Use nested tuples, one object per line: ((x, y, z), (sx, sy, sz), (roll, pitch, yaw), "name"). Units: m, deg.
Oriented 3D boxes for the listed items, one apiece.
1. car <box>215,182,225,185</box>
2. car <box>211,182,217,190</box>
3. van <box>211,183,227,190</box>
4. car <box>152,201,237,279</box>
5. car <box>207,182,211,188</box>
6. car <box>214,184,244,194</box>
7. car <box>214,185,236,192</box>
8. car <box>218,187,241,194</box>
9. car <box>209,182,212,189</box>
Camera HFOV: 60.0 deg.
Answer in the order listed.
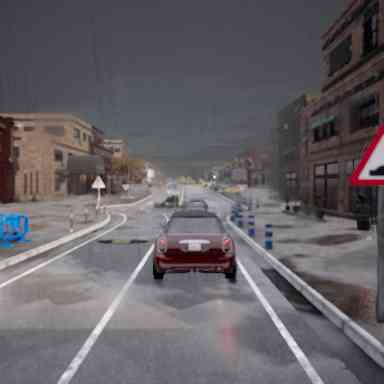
((7.749, -0.639, 72.321), (4.553, 1.767, 2.185), (0, 3, -1), "car")
((7.764, -0.894, 75.068), (5.566, 2.045, 2.435), (0, 3, -1), "car")
((7.531, -1.673, 94.224), (4.442, 1.987, 1.878), (0, 2, -1), "van")
((0.052, 1.321, 10.092), (2.097, 1.767, 4.553), (0, 0, 0), "car")
((7.465, -1.347, 91.598), (5.008, 1.535, 2.097), (0, 2, -1), "car")
((7.686, -0.246, 66.818), (5.366, 1.575, 1.946), (0, 3, -1), "car")
((7.694, -0.770, 77.832), (5.008, 1.535, 2.097), (0, 3, -1), "car")
((7.830, -0.340, 69.577), (4.674, 1.452, 2.002), (0, 3, -1), "car")
((7.558, -1.126, 86.092), (4.892, 1.521, 2.231), (0, 2, -1), "car")
